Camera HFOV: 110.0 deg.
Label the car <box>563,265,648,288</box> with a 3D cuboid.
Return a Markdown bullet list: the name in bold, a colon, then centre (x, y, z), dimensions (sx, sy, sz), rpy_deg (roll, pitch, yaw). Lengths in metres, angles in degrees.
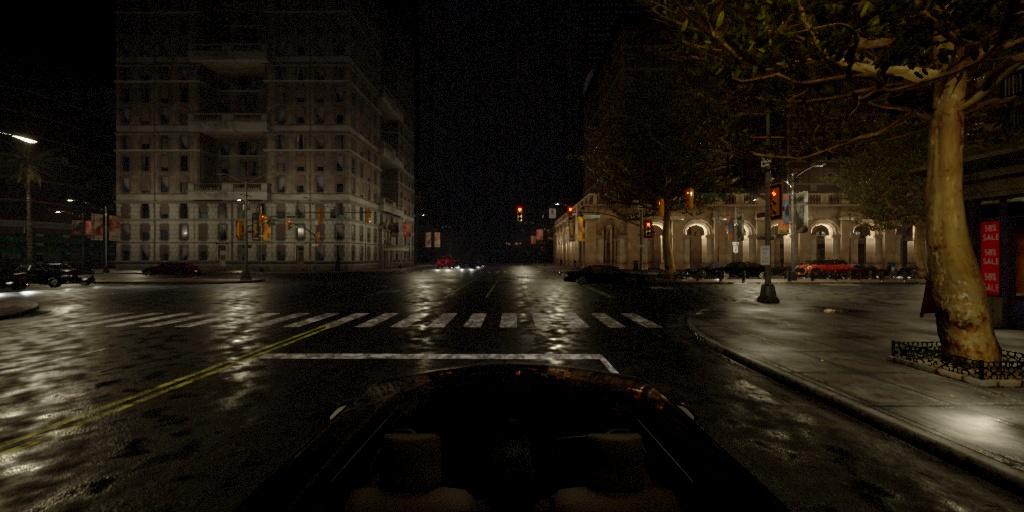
- **car**: centre (6.078, 1.297, 23.600), dimensions (5.357, 1.411, 2.033), rpy_deg (0, 0, 16)

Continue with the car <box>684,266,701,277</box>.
- **car**: centre (19.642, 1.297, 34.664), dimensions (5.357, 1.411, 2.033), rpy_deg (0, 0, 1)

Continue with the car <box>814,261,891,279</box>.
- **car**: centre (29.575, 1.351, 31.082), dimensions (4.718, 1.301, 1.895), rpy_deg (0, 0, 1)

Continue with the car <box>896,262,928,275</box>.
- **car**: centre (40.491, 1.297, 34.482), dimensions (5.357, 1.411, 2.033), rpy_deg (0, 0, 1)

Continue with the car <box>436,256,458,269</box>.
- **car**: centre (-10.454, 0.971, 56.821), dimensions (2.150, 2.045, 5.566), rpy_deg (0, 0, 0)

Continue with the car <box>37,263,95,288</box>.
- **car**: centre (-30.240, 1.241, 23.386), dimensions (4.902, 1.511, 2.128), rpy_deg (0, 0, 1)

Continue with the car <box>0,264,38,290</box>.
- **car**: centre (-29.798, 1.314, 19.875), dimensions (4.181, 1.385, 1.994), rpy_deg (0, 0, 1)

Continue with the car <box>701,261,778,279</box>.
- **car**: centre (19.698, 1.228, 31.163), dimensions (5.008, 1.535, 1.882), rpy_deg (0, 0, 0)

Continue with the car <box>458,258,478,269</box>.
- **car**: centre (-6.952, 1.275, 57.228), dimensions (1.812, 1.442, 4.674), rpy_deg (0, 0, 0)

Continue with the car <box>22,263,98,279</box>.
- **car**: centre (-39.790, 1.314, 31.648), dimensions (4.181, 1.385, 1.994), rpy_deg (0, 0, 0)

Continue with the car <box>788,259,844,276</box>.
- **car**: centre (29.931, 1.102, 34.577), dimensions (4.553, 1.767, 2.097), rpy_deg (0, 0, 0)

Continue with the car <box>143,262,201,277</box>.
- **car**: centre (-33.202, 1.275, 35.081), dimensions (4.674, 1.442, 1.812), rpy_deg (0, 0, 1)
